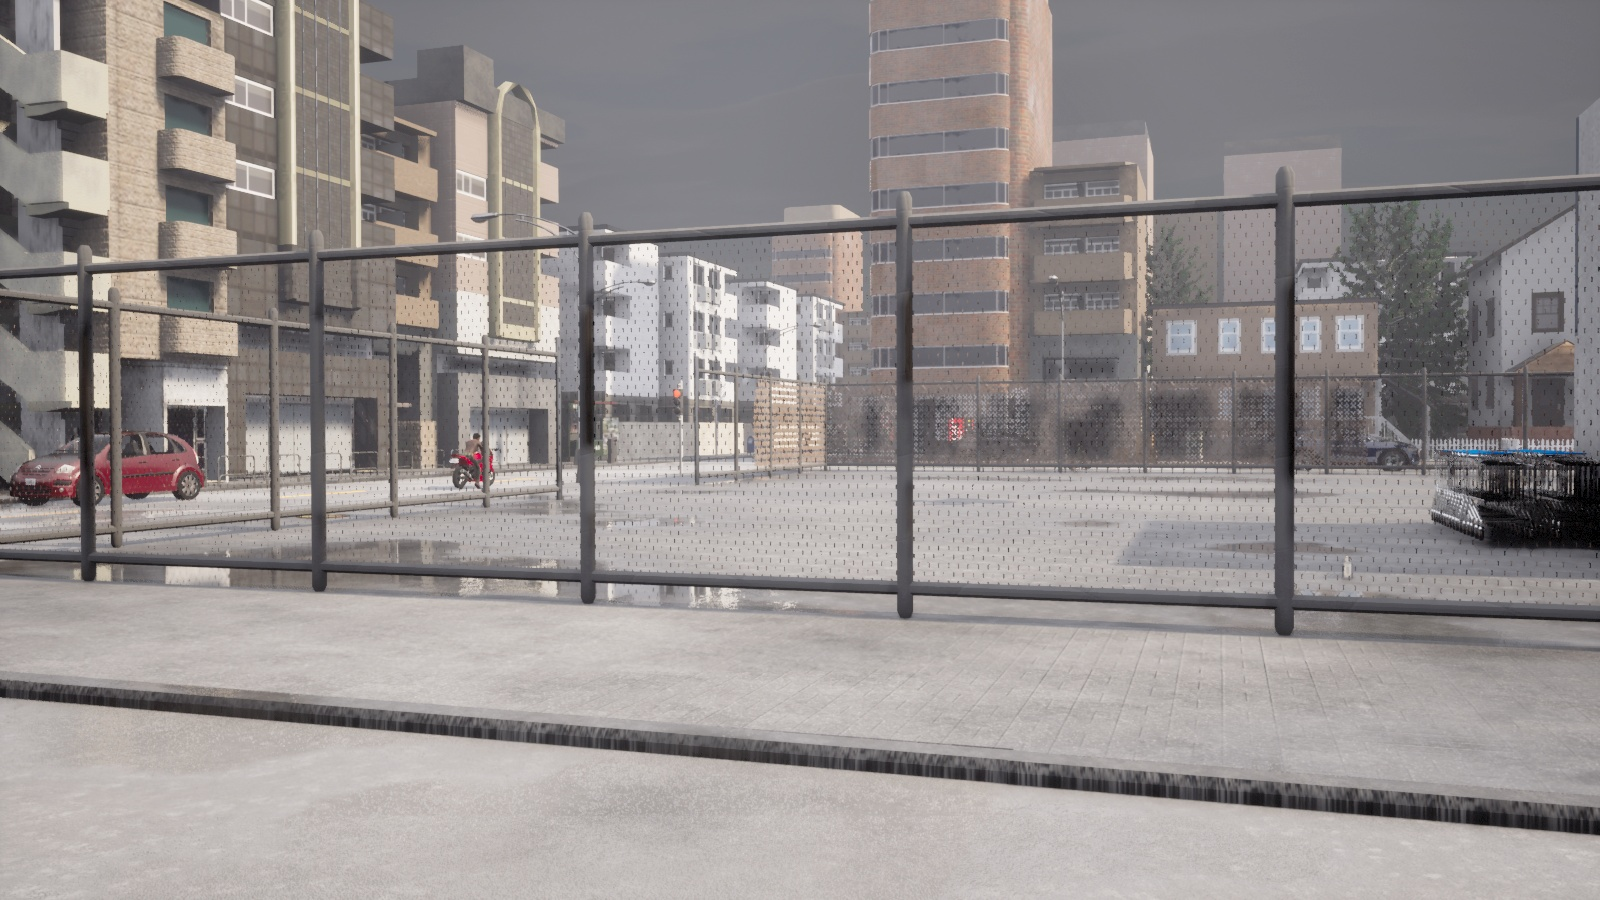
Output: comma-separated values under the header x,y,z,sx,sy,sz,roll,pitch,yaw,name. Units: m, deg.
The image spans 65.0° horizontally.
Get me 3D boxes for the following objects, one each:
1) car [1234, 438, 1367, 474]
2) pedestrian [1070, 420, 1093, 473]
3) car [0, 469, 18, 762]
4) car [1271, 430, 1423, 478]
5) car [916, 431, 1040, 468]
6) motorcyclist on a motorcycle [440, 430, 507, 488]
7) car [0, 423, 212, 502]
x,y,z,sx,sy,sz,roll,pitch,yaw,name
19.527,0.213,49.181,4.718,1.301,1.895,1,1,19,car
9.769,-0.126,43.645,0.703,1.840,0.431,1,1,23,pedestrian
-6.053,0.776,5.751,4.181,1.385,1.994,1,1,19,car
19.504,0.109,44.994,4.856,1.649,2.033,1,1,20,car
7.551,-0.041,53.198,4.902,1.511,2.128,1,1,19,car
-8.945,0.223,34.468,0.797,1.523,2.044,1,1,19,motorcyclist on a motorcycle
-15.348,0.220,27.950,1.851,1.617,3.988,1,1,18,car
